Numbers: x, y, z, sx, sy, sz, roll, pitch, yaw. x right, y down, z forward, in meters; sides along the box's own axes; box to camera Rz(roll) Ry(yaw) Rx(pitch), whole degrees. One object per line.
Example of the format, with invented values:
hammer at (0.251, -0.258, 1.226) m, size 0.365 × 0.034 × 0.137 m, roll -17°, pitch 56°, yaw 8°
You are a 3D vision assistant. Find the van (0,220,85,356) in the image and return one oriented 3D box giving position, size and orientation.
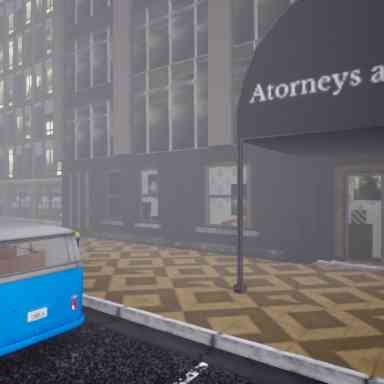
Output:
van at (-3.497, 1.341, 5.359) m, size 3.998 × 1.788 × 1.690 m, roll 0°, pitch 0°, yaw 35°
